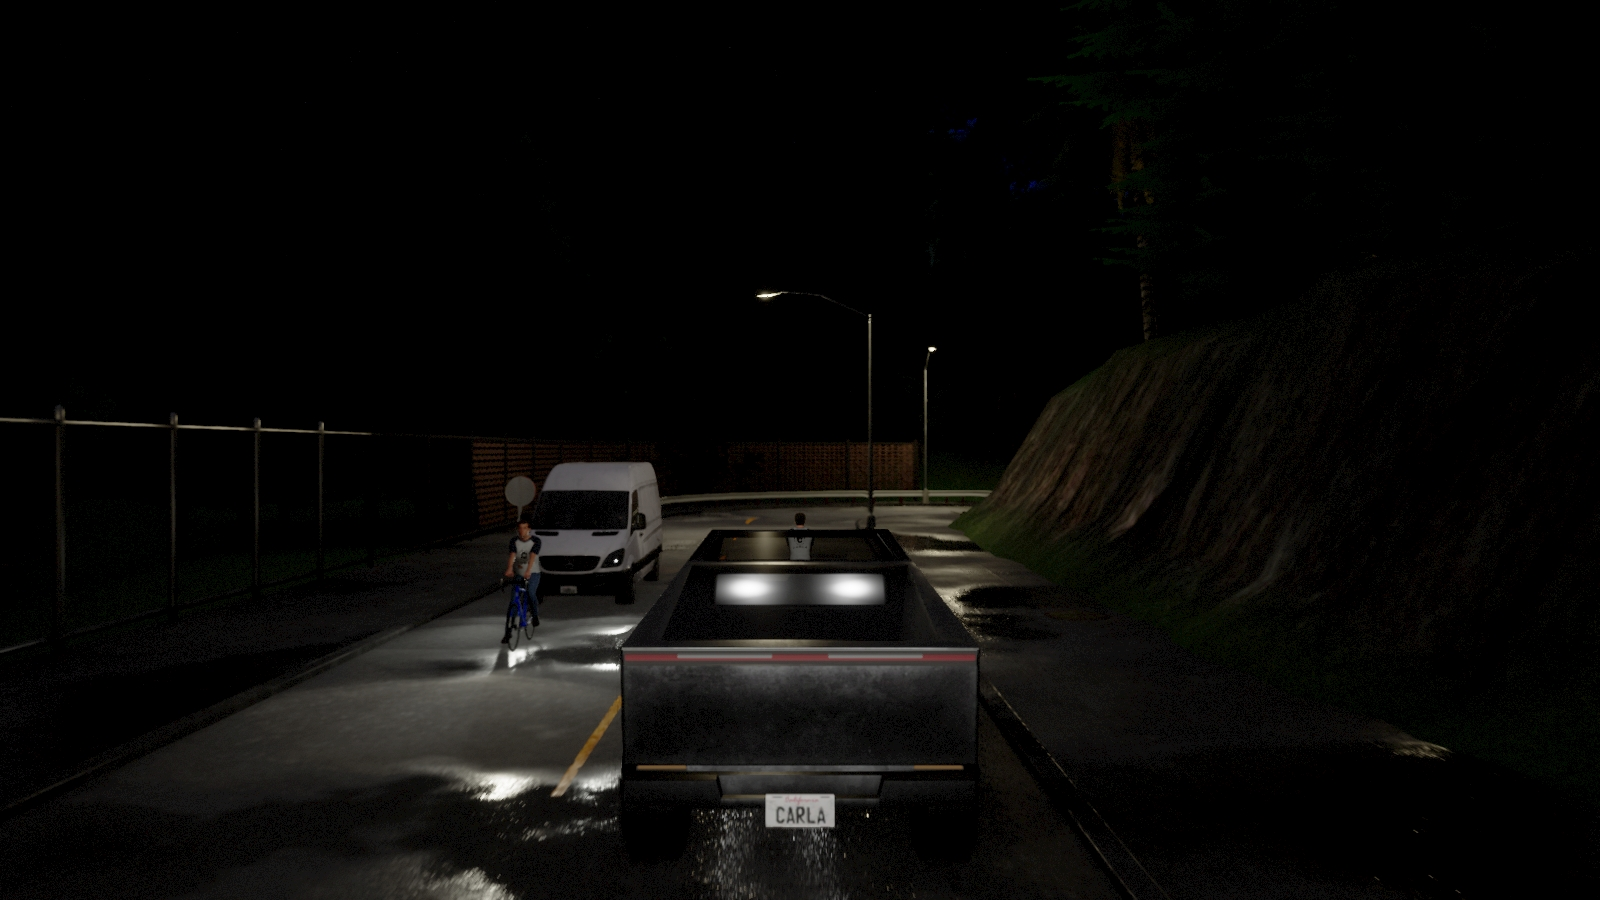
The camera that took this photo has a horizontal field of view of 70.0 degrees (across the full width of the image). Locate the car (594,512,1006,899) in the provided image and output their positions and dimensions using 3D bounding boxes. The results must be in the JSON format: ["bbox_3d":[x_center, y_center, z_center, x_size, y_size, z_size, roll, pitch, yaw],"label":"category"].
[{"bbox_3d":[0.001,1.755,9.771,2.390,2.098,6.274,0,0,0],"label":"car"}]

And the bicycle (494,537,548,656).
[{"bbox_3d":[-3.993,2.058,16.430,0.373,1.496,1.643,0,0,0],"label":"bicycle"}]

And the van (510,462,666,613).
[{"bbox_3d":[-4.002,1.537,22.653,1.988,2.561,5.915,0,0,0],"label":"van"}]
